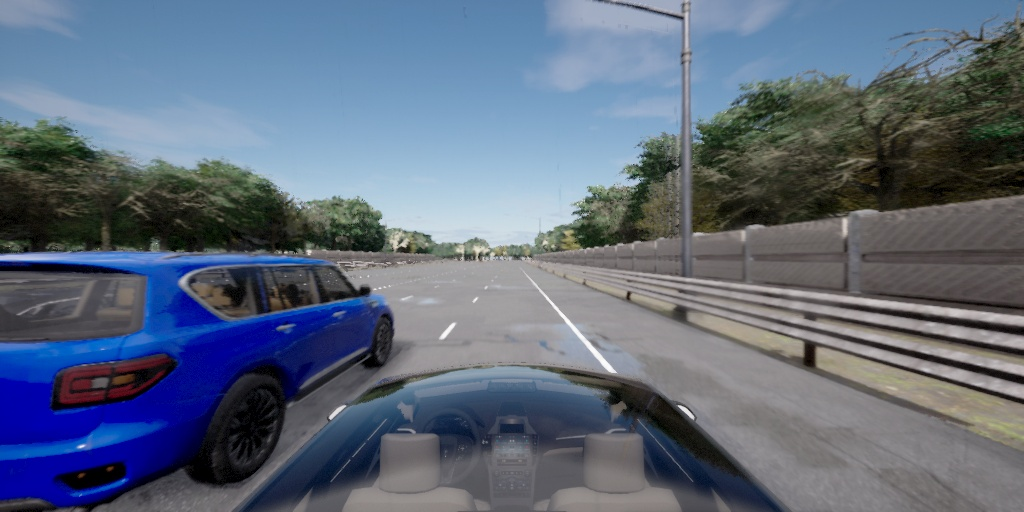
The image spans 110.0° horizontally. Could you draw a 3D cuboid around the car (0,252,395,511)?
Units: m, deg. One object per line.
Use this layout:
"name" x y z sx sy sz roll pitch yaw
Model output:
"car" -3.399 0.990 4.811 2.150 2.045 5.566 0 0 0
